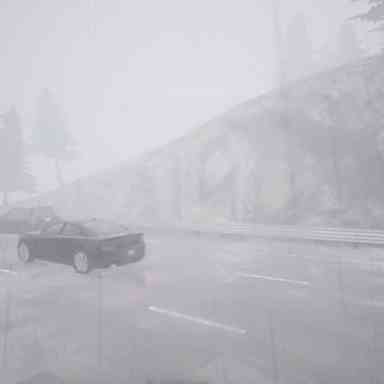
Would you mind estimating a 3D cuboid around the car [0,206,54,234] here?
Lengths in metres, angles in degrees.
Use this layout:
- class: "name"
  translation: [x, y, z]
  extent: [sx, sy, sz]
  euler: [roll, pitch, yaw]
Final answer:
- class: "car"
  translation: [-9.578, 1.586, 19.123]
  extent: [4.553, 1.767, 2.097]
  euler: [-1, -1, 33]

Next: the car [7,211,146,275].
- class: "car"
  translation: [-3.766, 1.594, 10.932]
  extent: [5.008, 1.535, 1.882]
  euler: [0, 0, 35]
